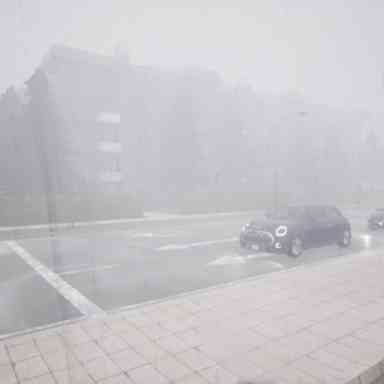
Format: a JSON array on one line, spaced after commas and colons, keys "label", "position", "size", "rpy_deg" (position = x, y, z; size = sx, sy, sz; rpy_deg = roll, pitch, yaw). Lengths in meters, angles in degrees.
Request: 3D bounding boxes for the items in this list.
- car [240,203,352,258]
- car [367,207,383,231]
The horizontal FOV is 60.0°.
[{"label": "car", "position": [3.914, 1.230, 12.402], "size": [4.553, 1.767, 2.097], "rpy_deg": [-1, 0, -36]}, {"label": "car", "position": [11.228, 1.276, 17.708], "size": [4.892, 1.490, 1.837], "rpy_deg": [-1, 0, -36]}]
